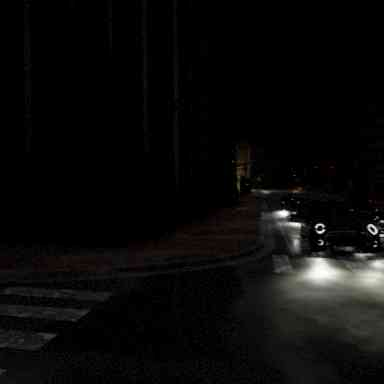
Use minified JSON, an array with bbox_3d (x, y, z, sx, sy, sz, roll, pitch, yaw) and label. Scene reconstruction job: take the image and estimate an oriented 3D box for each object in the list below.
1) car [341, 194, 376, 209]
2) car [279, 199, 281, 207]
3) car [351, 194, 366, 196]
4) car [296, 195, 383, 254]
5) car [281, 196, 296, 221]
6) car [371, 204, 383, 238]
[{"bbox_3d":[17.565,0.924,35.354,2.033,1.411,5.357,0,1,12],"label":"car"},{"bbox_3d":[10.056,1.046,34.431,1.895,1.301,4.718,0,1,13],"label":"car"},{"bbox_3d":[11.072,1.104,22.601,2.128,1.511,4.902,0,1,12],"label":"car"},{"bbox_3d":[5.357,1.154,12.566,2.097,1.767,4.553,0,1,12],"label":"car"},{"bbox_3d":[7.696,1.172,23.511,2.033,1.411,5.357,0,1,12],"label":"car"},{"bbox_3d":[9.223,1.318,13.878,1.994,1.385,4.181,0,1,11],"label":"car"}]
